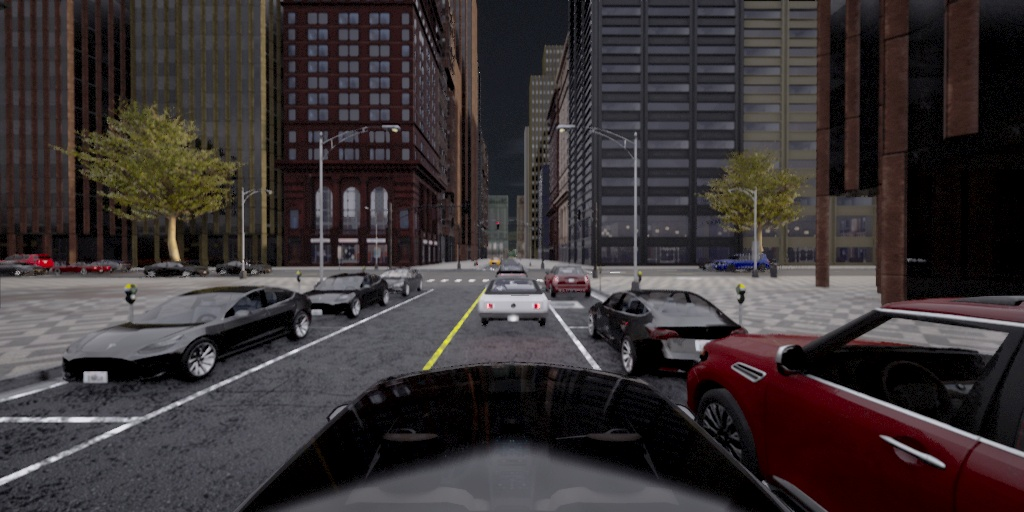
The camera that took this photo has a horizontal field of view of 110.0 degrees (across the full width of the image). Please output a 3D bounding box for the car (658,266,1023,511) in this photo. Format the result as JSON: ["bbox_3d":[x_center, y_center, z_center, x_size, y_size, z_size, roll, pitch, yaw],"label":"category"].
[{"bbox_3d":[2.764,1.065,1.522,2.192,1.841,5.009,0,0,0],"label":"car"}]

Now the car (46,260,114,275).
[{"bbox_3d":[-47.805,1.366,39.780,4.718,1.301,1.895,0,0,0],"label":"car"}]

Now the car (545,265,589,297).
[{"bbox_3d":[2.741,1.143,18.431,1.967,1.591,4.097,0,0,0],"label":"car"}]

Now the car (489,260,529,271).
[{"bbox_3d":[-0.025,1.187,21.066,2.128,1.511,4.902,0,0,0],"label":"car"}]

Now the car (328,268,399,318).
[{"bbox_3d":[-5.777,1.284,12.780,1.948,1.339,4.313,0,0,0],"label":"car"}]

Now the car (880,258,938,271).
[{"bbox_3d":[47.922,1.015,43.339,4.892,1.490,1.837,0,0,0],"label":"car"}]

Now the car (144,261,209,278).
[{"bbox_3d":[-30.964,1.244,33.192,5.008,1.535,1.882,0,0,0],"label":"car"}]

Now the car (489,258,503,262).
[{"bbox_3d":[-3.138,1.075,65.383,1.882,1.535,5.008,0,0,0],"label":"car"}]

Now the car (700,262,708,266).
[{"bbox_3d":[24.984,1.114,43.337,4.181,1.385,1.994,0,0,0],"label":"car"}]

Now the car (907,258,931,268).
[{"bbox_3d":[48.088,1.024,40.088,4.902,1.511,2.128,0,0,0],"label":"car"}]

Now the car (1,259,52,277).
[{"bbox_3d":[-50.525,1.306,36.453,4.892,1.490,1.837,-1,0,0],"label":"car"}]

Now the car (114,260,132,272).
[{"bbox_3d":[-48.657,1.234,43.010,4.902,1.511,2.128,0,0,1],"label":"car"}]

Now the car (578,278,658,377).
[{"bbox_3d":[2.756,1.300,7.159,1.948,1.339,4.313,0,0,0],"label":"car"}]

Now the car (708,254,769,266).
[{"bbox_3d":[25.583,0.794,40.088,5.566,2.045,2.150,0,0,0],"label":"car"}]

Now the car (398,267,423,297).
[{"bbox_3d":[-5.785,1.253,18.417,2.007,1.370,4.403,0,0,0],"label":"car"}]

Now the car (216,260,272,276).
[{"bbox_3d":[-27.154,1.209,36.455,5.008,1.535,1.882,0,0,0],"label":"car"}]

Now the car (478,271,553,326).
[{"bbox_3d":[0.050,1.323,11.530,1.895,1.301,4.718,0,0,0],"label":"car"}]

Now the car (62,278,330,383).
[{"bbox_3d":[-5.769,1.300,7.144,1.948,1.339,4.313,0,0,0],"label":"car"}]
